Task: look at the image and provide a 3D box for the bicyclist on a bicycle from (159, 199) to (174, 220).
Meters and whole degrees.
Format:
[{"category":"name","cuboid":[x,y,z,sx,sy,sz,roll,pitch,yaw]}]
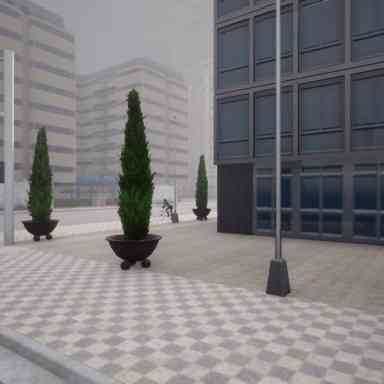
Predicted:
[{"category":"bicyclist on a bicycle","cuboid":[-1.975,1.356,25.864,1.656,1.620,0.582,0,0,35]}]
